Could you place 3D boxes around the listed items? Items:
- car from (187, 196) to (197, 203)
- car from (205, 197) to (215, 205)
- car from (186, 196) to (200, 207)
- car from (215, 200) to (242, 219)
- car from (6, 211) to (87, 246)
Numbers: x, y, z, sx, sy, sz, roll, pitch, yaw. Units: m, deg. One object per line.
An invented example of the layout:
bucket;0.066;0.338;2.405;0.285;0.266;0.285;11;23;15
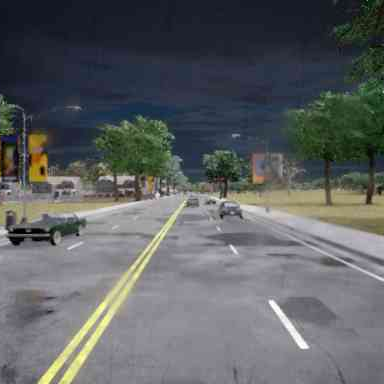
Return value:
car;0.011;1.499;67.547;2.033;1.411;5.357;0;0;0
car;3.262;1.576;59.028;1.895;1.301;4.718;0;0;0
car;0.108;1.460;50.781;2.128;1.511;4.902;0;0;0
car;3.272;1.524;29.113;1.812;1.442;4.674;0;0;0
car;-6.497;1.600;15.414;1.895;1.301;4.718;0;0;0
